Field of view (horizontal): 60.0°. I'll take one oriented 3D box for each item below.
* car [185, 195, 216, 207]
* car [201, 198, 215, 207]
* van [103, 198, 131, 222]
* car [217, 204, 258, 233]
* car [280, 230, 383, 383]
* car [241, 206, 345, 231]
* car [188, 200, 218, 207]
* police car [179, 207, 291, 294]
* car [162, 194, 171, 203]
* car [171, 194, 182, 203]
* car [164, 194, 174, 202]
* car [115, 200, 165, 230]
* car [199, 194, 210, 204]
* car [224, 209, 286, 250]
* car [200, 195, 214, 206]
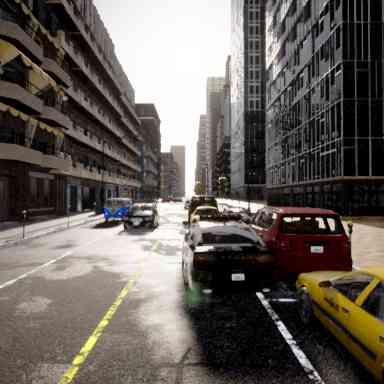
[{"bbox_3d":[0.772,1.241,24.948,2.150,2.045,5.566,0,0,-1],"label":"car"},{"bbox_3d":[2.579,1.647,53.727,1.947,1.339,4.313,1,0,0],"label":"car"},{"bbox_3d":[-5.734,1.362,26.096,1.690,1.788,3.998,1,0,0],"label":"van"},{"bbox_3d":[2.655,1.558,20.591,1.887,1.381,4.507,1,0,0],"label":"car"},{"bbox_3d":[2.693,1.527,4.193,1.752,1.417,4.829,1,0,0],"label":"car"},{"bbox_3d":[2.684,1.320,9.545,2.192,1.841,5.009,1,0,0],"label":"car"},{"bbox_3d":[0.810,1.468,19.086,1.801,1.575,5.366,0,0,0],"label":"car"},{"bbox_3d":[0.718,1.429,8.957,1.930,1.638,5.238,0,0,-4],"label":"police car"},{"bbox_3d":[-5.851,1.697,75.800,1.887,1.381,4.507,1,0,0],"label":"car"},{"bbox_3d":[-3.169,1.627,75.129,1.882,1.535,5.008,0,0,0],"label":"car"},{"bbox_3d":[-5.874,1.514,86.847,2.192,1.841,5.009,1,0,0],"label":"car"},{"bbox_3d":[-3.149,1.506,21.273,2.128,1.511,4.902,0,0,0],"label":"car"},{"bbox_3d":[2.544,1.447,70.297,2.192,1.841,5.009,1,0,0],"label":"car"},{"bbox_3d":[2.668,1.574,15.067,1.947,1.339,4.313,1,0,0],"label":"car"},{"bbox_3d":[2.570,1.412,59.251,2.192,1.841,5.009,1,0,0],"label":"car"}]
